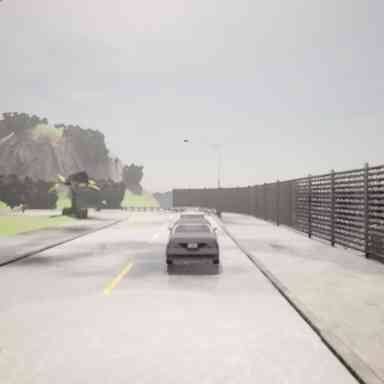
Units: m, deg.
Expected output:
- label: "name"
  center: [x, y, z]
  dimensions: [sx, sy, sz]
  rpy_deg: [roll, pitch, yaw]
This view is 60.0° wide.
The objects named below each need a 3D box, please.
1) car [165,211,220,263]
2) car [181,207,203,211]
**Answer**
- label: "car"
  center: [0.021, 1.683, 12.525]
  dimensions: [2.033, 1.411, 5.357]
  rpy_deg: [0, -1, 0]
- label: "car"
  center: [0.015, 1.905, 28.242]
  dimensions: [1.895, 1.301, 4.718]
  rpy_deg: [0, -1, 0]
